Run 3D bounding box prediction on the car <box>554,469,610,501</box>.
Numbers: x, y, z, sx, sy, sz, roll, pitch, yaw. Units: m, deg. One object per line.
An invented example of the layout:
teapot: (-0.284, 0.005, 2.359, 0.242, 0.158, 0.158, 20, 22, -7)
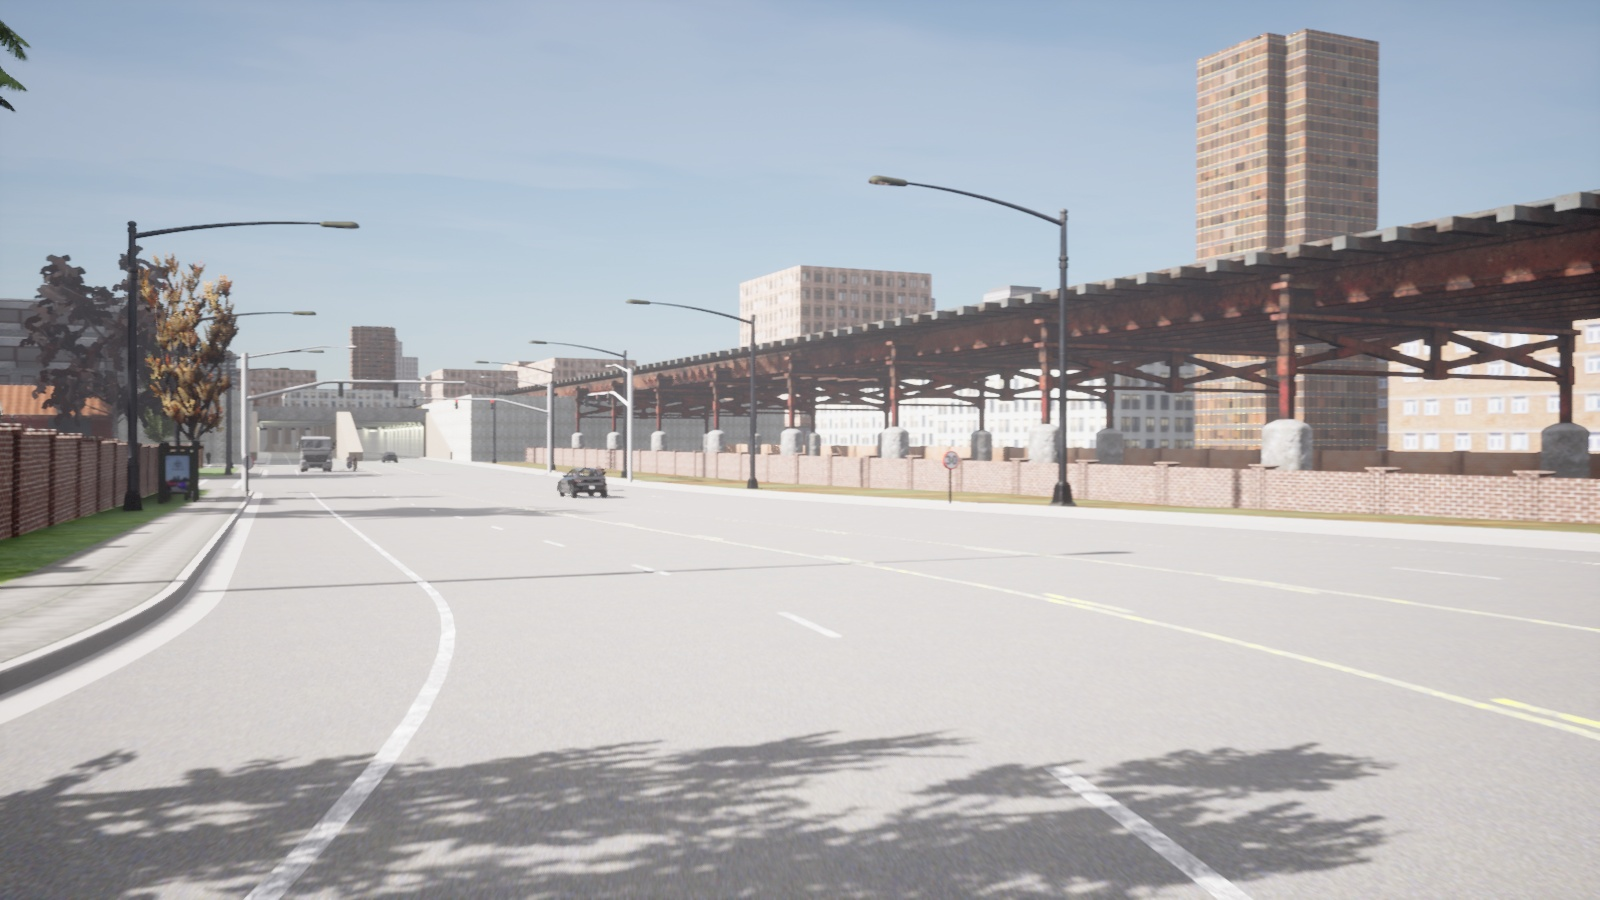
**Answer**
car: (-10.910, 1.707, 62.669, 1.816, 1.474, 4.193, -1, 0, -23)
